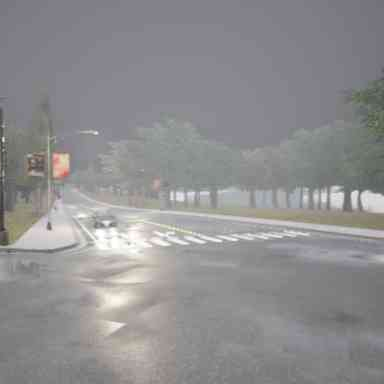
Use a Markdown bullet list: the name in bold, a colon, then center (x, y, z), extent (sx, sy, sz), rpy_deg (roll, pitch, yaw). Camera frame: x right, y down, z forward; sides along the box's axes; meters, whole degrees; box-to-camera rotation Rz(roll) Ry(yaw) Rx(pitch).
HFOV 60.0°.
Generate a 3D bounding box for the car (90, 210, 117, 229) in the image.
- **car**: center (-7.758, 2.362, 29.022), extent (2.128, 1.511, 4.902), rpy_deg (-1, 0, -22)
